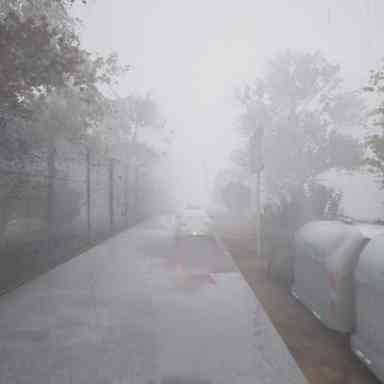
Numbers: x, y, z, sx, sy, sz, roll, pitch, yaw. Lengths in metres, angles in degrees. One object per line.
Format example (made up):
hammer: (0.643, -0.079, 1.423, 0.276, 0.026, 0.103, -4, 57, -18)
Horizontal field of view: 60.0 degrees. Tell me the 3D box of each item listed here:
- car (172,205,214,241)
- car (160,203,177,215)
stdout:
car: (0.137, 1.632, 17.164, 1.812, 1.442, 4.674, 0, -1, 0)
car: (-2.723, 2.024, 40.035, 2.033, 1.411, 5.357, 0, -1, 0)
